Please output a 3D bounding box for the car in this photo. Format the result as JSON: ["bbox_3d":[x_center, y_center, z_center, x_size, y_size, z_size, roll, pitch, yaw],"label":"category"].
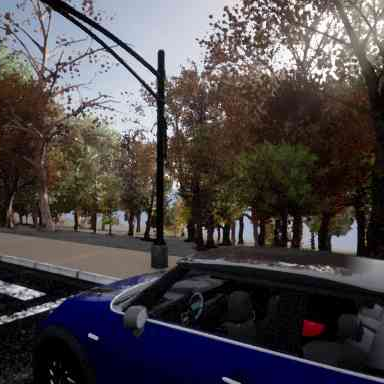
[{"bbox_3d":[0.434,1.352,3.348,4.553,1.767,2.097,0,0,34],"label":"car"}]
